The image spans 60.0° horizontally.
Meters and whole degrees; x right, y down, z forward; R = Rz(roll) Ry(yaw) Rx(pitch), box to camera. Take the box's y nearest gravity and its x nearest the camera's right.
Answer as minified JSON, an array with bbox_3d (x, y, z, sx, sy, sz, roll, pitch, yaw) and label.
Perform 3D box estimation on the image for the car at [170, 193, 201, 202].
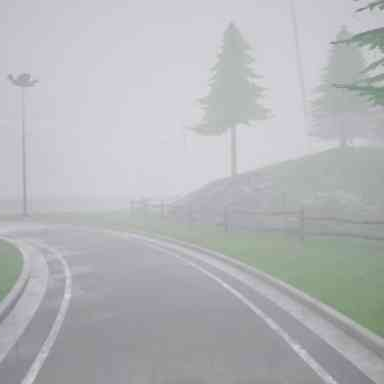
[{"bbox_3d":[-1.177,0.924,62.499,4.553,1.767,2.097,-1,1,-43],"label":"car"}]

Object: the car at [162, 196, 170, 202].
[{"bbox_3d":[-3.647,1.187,64.955,4.718,1.301,1.895,-1,1,-43],"label":"car"}]
